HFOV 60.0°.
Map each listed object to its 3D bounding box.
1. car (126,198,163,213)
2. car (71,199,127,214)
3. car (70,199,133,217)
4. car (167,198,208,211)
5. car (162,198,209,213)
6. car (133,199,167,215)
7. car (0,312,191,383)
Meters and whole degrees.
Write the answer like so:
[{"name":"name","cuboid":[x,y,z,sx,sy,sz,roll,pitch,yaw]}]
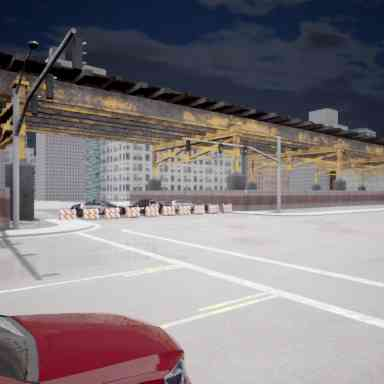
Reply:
[{"name":"car","cuboid":[-4.634,1.295,33.129,1.853,1.218,4.536,0,0,18]},{"name":"car","cuboid":[-8.439,1.295,30.392,4.536,1.218,1.853,0,0,8]},{"name":"car","cuboid":[-8.388,1.453,30.385,4.974,1.542,2.038,0,0,8]},{"name":"car","cuboid":[-0.800,1.295,36.841,4.536,1.218,1.853,0,0,-7]},{"name":"car","cuboid":[-0.748,1.453,36.848,4.974,1.542,2.038,0,0,-7]},{"name":"car","cuboid":[-4.649,1.453,33.079,2.038,1.542,4.974,0,0,18]},{"name":"car","cuboid":[-2.160,1.526,2.226,4.674,1.442,1.812,0,0,-35]}]
